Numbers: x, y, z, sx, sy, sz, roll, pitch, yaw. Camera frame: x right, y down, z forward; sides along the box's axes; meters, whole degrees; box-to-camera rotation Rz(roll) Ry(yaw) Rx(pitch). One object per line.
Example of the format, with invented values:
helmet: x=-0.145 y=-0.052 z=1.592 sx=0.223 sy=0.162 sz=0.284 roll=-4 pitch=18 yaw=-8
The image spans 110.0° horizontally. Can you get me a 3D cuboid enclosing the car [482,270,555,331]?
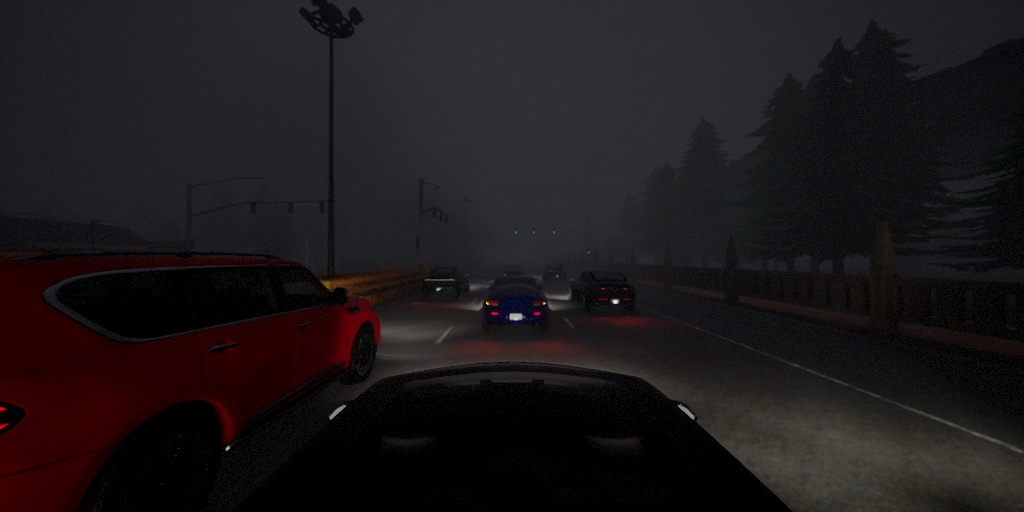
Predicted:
car: x=0.096 y=1.329 z=11.108 sx=1.812 sy=1.442 sz=4.674 roll=0 pitch=0 yaw=0

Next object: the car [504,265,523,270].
car: x=0.104 y=1.416 z=26.416 sx=1.812 sy=1.442 sz=4.674 roll=0 pitch=0 yaw=0

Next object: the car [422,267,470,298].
car: x=-3.396 y=1.340 z=18.996 sx=2.128 sy=1.511 sz=4.902 roll=0 pitch=0 yaw=0

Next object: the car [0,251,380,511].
car: x=-3.399 y=0.986 z=3.991 sx=2.150 sy=2.045 sz=5.566 roll=0 pitch=0 yaw=0

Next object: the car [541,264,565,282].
car: x=3.606 y=1.410 z=31.003 sx=2.128 sy=1.511 sz=4.902 roll=0 pitch=0 yaw=0

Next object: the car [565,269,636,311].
car: x=3.603 y=1.331 z=14.903 sx=1.837 sy=1.490 sz=4.892 roll=0 pitch=0 yaw=0
